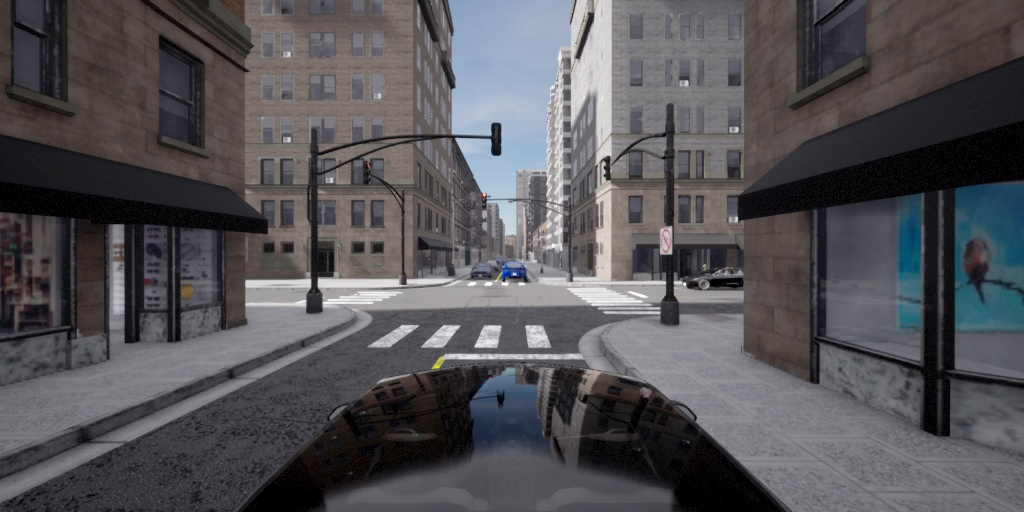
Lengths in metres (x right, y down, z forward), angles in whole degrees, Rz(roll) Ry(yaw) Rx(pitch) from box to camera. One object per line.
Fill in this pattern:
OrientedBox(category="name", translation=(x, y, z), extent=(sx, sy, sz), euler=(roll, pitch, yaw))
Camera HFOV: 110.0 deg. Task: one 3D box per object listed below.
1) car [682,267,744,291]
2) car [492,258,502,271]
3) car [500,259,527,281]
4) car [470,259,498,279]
OrientedBox(category="car", translation=(12.448, 1.313, 21.314), extent=(4.313, 1.339, 1.948), euler=(0, 0, 0))
OrientedBox(category="car", translation=(-2.661, 1.295, 46.123), extent=(1.812, 1.442, 4.674), euler=(0, 0, 0))
OrientedBox(category="car", translation=(0.216, 1.232, 29.747), extent=(1.882, 1.535, 5.008), euler=(0, 0, 0))
OrientedBox(category="car", translation=(-2.718, 1.305, 33.471), extent=(2.033, 1.411, 5.357), euler=(0, 0, 0))
